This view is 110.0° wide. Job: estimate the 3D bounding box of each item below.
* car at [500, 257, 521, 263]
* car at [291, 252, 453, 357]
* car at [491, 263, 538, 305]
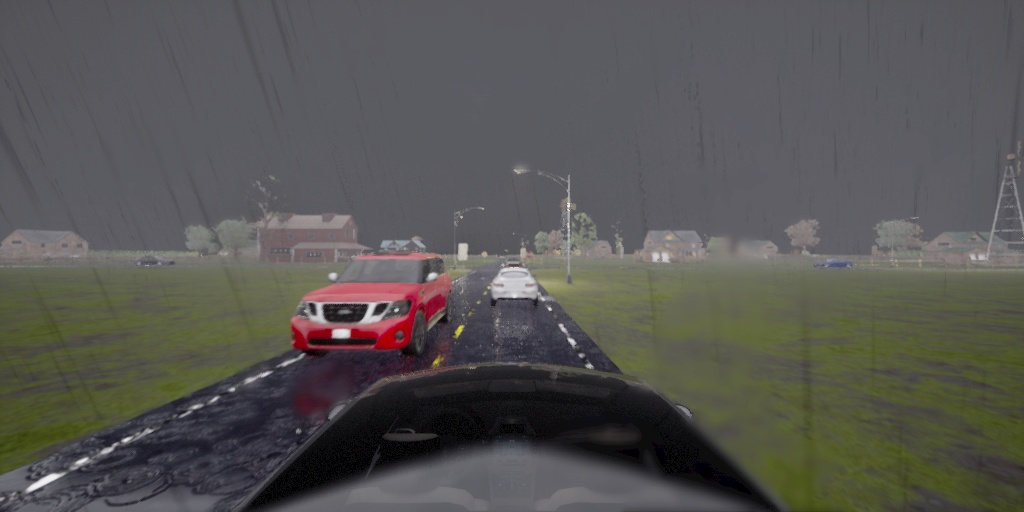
[{"bbox_3d":[0.100,1.061,32.181,1.837,1.490,4.892,0,0,0],"label":"car"},{"bbox_3d":[-2.851,0.928,8.750,2.150,2.045,5.566,0,0,0],"label":"car"},{"bbox_3d":[0.098,1.191,15.262,1.812,1.442,4.674,0,0,0],"label":"car"}]
